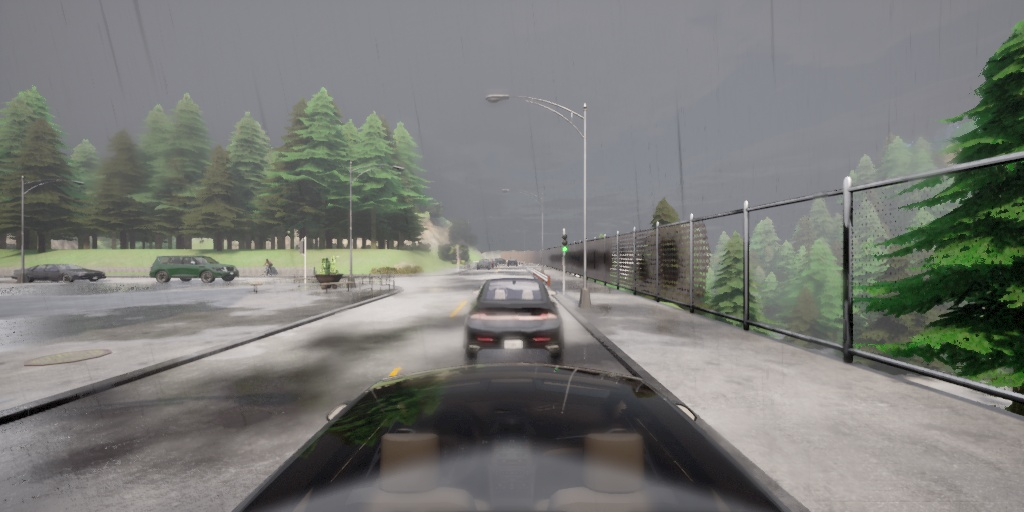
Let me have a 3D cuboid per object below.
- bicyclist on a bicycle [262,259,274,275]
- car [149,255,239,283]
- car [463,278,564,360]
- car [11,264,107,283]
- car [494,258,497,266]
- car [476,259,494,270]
[{"bbox_3d":[-24.156,1.097,35.520,0.582,1.620,1.656,0,0,0],"label":"bicyclist on a bicycle"},{"bbox_3d":[-23.958,0.970,27.123,5.566,2.045,2.150,0,0,0],"label":"car"},{"bbox_3d":[0.049,1.242,8.337,2.128,1.511,4.902,0,0,1],"label":"car"},{"bbox_3d":[-34.214,1.296,27.132,5.357,1.411,2.033,0,0,0],"label":"car"},{"bbox_3d":[-4.068,1.225,61.982,1.882,1.535,5.008,0,0,0],"label":"car"},{"bbox_3d":[-4.095,1.252,52.460,1.837,1.490,4.892,0,0,0],"label":"car"}]
